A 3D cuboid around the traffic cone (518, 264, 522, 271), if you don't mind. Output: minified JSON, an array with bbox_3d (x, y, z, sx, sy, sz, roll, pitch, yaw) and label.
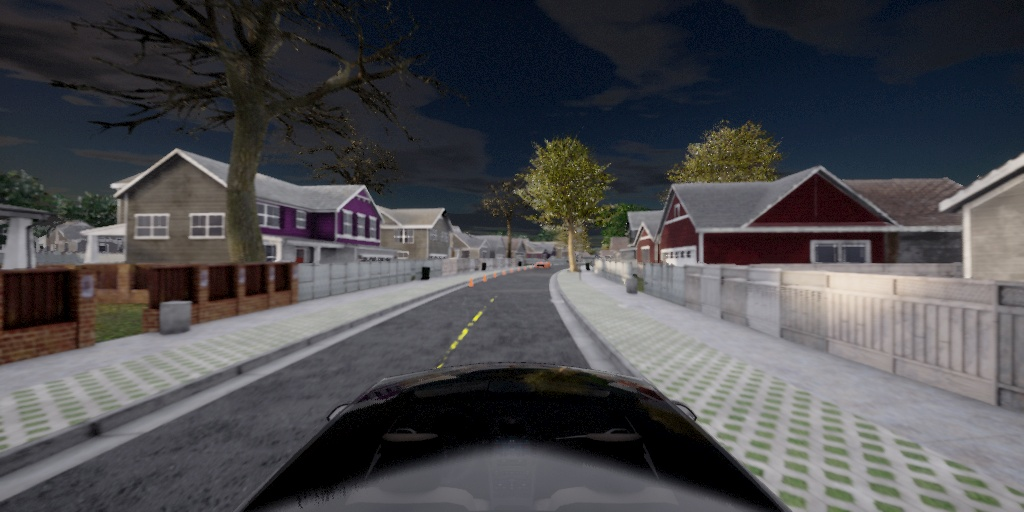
[{"bbox_3d":[0.918,1.789,49.184,0.340,0.580,0.340,0,0,11],"label":"traffic cone"}]

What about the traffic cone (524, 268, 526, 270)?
[{"bbox_3d":[1.962,1.809,54.127,0.340,0.580,0.340,0,0,13],"label":"traffic cone"}]

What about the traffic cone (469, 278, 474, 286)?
[{"bbox_3d":[-2.763,1.725,24.208,0.340,0.580,0.340,0,0,5],"label":"traffic cone"}]

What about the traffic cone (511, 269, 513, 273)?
[{"bbox_3d":[-0.023,1.772,44.222,0.340,0.580,0.340,0,0,10],"label":"traffic cone"}]

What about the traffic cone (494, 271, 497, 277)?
[{"bbox_3d":[-1.599,1.744,34.243,0.340,0.580,0.340,0,0,8],"label":"traffic cone"}]

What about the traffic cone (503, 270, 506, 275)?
[{"bbox_3d":[-0.862,1.757,39.239,0.340,0.580,0.340,0,0,9],"label":"traffic cone"}]

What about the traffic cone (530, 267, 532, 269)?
[{"bbox_3d":[3.107,1.830,59.047,0.340,0.580,0.340,0,0,14],"label":"traffic cone"}]

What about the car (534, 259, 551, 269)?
[{"bbox_3d":[4.997,1.223,58.267,2.097,1.767,4.553,0,0,14],"label":"car"}]

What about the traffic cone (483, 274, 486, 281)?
[{"bbox_3d":[-2.233,1.734,29.232,0.340,0.580,0.340,0,0,7],"label":"traffic cone"}]
